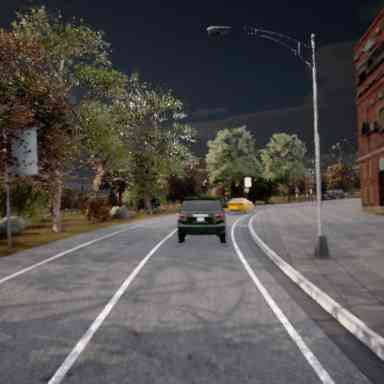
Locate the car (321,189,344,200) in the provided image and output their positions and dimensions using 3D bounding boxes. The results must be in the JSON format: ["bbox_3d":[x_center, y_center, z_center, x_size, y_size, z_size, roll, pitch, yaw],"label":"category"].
[{"bbox_3d":[27.937,0.500,66.323,5.566,2.045,2.150,-3,-3,-32],"label":"car"}]

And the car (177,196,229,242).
[{"bbox_3d":[0.617,1.218,16.513,2.150,2.045,5.566,-1,0,6],"label":"car"}]

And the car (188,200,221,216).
[{"bbox_3d":[1.373,1.610,34.424,1.994,1.385,4.181,-2,-1,22],"label":"car"}]

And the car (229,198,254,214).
[{"bbox_3d":[5.074,1.394,34.511,1.882,1.535,5.008,-3,-1,21],"label":"car"}]
